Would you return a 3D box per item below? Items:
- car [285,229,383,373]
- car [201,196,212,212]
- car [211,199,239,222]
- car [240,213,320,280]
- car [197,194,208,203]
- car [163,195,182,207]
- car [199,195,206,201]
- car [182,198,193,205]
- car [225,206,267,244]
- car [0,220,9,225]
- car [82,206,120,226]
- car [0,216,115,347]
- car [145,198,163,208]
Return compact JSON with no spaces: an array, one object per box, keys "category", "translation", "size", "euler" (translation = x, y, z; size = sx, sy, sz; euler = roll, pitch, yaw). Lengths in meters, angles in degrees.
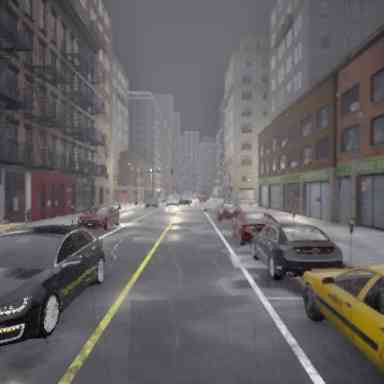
[{"category":"car","translation":[2.849,1.526,4.448],"size":[1.752,1.417,4.829],"euler":[-1,0,0]},{"category":"car","translation":[2.341,1.562,39.185],"size":[1.812,1.442,4.674],"euler":[0,0,0]},{"category":"car","translation":[2.842,1.458,26.265],"size":[1.967,1.590,4.097],"euler":[-1,0,0]},{"category":"car","translation":[2.847,1.553,9.774],"size":[2.008,1.369,4.403],"euler":[-1,0,0]},{"category":"car","translation":[2.827,1.441,75.125],"size":[2.192,1.841,5.009],"euler":[-1,0,0]},{"category":"car","translation":[-3.014,1.596,51.921],"size":[1.812,1.442,4.674],"euler":[0,0,0]},{"category":"car","translation":[2.829,1.694,92.053],"size":[1.752,1.417,4.829],"euler":[-1,0,0]},{"category":"car","translation":[-1.854,1.699,58.348],"size":[1.895,1.301,4.718],"euler":[0,0,31]},{"category":"car","translation":[2.846,1.551,15.271],"size":[1.887,1.381,4.507],"euler":[-1,0,0]},{"category":"car","translation":[-5.678,1.528,9.602],"size":[1.752,1.417,4.829],"euler":[-1,0,0]},{"category":"car","translation":[-5.681,1.556,20.766],"size":[1.887,1.381,4.507],"euler":[-1,0,0]},{"category":"car","translation":[-3.101,1.504,6.673],"size":[1.837,1.490,4.892],"euler":[0,0,0]},{"category":"car","translation":[-5.688,1.620,48.250],"size":[1.947,1.339,4.313],"euler":[-1,0,0]}]
